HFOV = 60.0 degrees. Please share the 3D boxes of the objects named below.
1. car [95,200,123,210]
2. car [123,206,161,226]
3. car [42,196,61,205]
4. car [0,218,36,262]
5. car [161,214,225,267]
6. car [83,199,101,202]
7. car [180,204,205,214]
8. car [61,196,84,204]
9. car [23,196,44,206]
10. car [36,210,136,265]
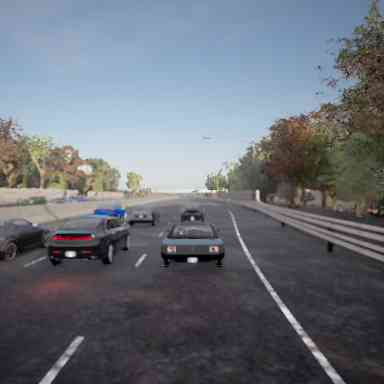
[{"bbox_3d":[-6.946,1.696,28.566,1.882,1.535,5.008,0,0,0],"label":"car"},{"bbox_3d":[-3.473,1.740,25.216,2.033,1.411,5.357,0,0,1],"label":"car"},{"bbox_3d":[-24.521,1.983,60.034,2.128,1.511,4.902,0,0,1],"label":"car"},{"bbox_3d":[-6.952,1.659,12.515,1.994,1.385,4.181,0,0,0],"label":"car"},{"bbox_3d":[0.041,1.689,11.765,1.895,1.301,4.718,0,0,0],"label":"car"},{"bbox_3d":[-17.528,1.993,60.224,1.837,1.490,4.892,0,0,1],"label":"car"},{"bbox_3d":[0.047,1.716,27.404,1.837,1.490,4.892,0,0,0],"label":"car"},{"bbox_3d":[-21.019,1.707,60.034,2.150,2.045,5.566,0,0,1],"label":"car"},{"bbox_3d":[-28.014,1.704,59.496,2.150,2.045,5.566,0,0,0],"label":"car"},{"bbox_3d":[-3.456,1.591,11.953,1.837,1.490,4.892,0,-1,0],"label":"car"}]
